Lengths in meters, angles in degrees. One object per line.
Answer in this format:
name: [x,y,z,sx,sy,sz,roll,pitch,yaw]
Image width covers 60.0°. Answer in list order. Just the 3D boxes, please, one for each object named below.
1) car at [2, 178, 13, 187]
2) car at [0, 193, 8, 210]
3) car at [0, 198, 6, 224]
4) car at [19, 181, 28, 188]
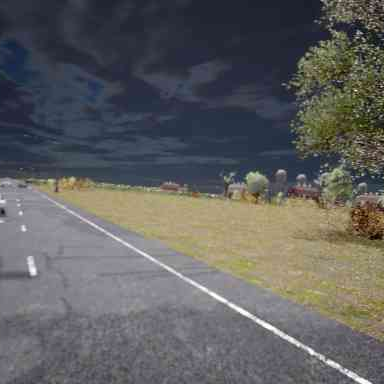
car: [-44.880,-2.322,80.874,2.150,2.045,5.566,4,0,-28]
car: [-12.622,0.618,20.810,1.895,1.301,4.718,4,0,-28]
car: [-5.521,1.049,7.621,1.882,1.535,5.008,4,0,-28]
car: [-42.001,-1.772,82.846,1.994,1.385,4.181,4,0,-28]
